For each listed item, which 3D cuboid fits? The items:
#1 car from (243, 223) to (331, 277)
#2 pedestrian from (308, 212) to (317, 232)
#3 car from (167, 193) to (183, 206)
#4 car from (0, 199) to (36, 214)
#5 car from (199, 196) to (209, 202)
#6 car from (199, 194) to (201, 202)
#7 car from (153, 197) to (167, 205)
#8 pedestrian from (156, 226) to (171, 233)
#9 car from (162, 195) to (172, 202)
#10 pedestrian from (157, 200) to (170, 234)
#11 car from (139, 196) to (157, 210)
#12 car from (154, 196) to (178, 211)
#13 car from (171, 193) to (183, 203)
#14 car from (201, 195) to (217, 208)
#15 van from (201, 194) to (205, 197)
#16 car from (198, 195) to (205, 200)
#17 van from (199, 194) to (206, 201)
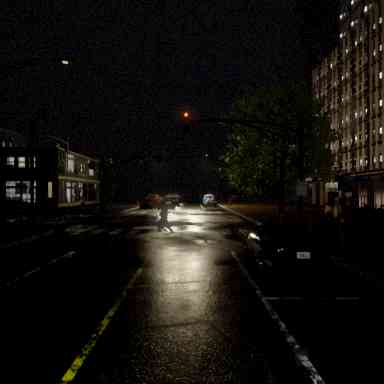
[{"bbox_3d":[2.697,1.566,10.123,1.947,1.339,4.313,0,0,0],"label":"car"},{"bbox_3d":[6.162,1.522,17.092,0.500,1.100,0.500,0,0,0],"label":"pedestrian"},{"bbox_3d":[-3.078,1.224,53.609,2.150,2.045,5.566,0,0,0],"label":"car"},{"bbox_3d":[-17.260,1.372,31.608,4.507,1.381,1.887,1,-1,-1],"label":"car"},{"bbox_3d":[2.715,1.572,75.908,1.947,1.339,4.313,0,0,0],"label":"car"},{"bbox_3d":[2.712,1.556,64.806,2.008,1.369,4.403,0,0,0],"label":"car"},{"bbox_3d":[-5.670,1.555,59.255,2.008,1.369,4.403,0,0,0],"label":"car"},{"bbox_3d":[-1.597,1.675,18.394,0.500,1.100,0.500,0,0,0],"label":"pedestrian"},{"bbox_3d":[-5.665,1.532,75.738,1.752,1.417,4.829,0,0,0],"label":"car"},{"bbox_3d":[-1.537,1.295,17.802,0.375,1.860,0.375,0,0,0],"label":"pedestrian"},{"bbox_3d":[-5.675,1.585,42.602,1.802,1.307,4.206,0,0,0],"label":"car"},{"bbox_3d":[-3.086,1.567,40.788,1.994,1.385,4.181,0,0,0],"label":"car"},{"bbox_3d":[-2.992,1.224,68.378,2.150,2.045,5.566,0,0,0],"label":"car"},{"bbox_3d":[2.707,1.529,48.322,1.752,1.417,4.829,0,0,0],"label":"car"},{"bbox_3d":[2.710,1.345,53.704,1.690,1.788,3.998,0,0,0],"label":"van"},{"bbox_3d":[2.721,1.534,92.731,1.752,1.417,4.829,0,0,0],"label":"car"},{"bbox_3d":[2.720,1.349,87.010,1.690,1.788,3.998,0,0,0],"label":"van"}]
